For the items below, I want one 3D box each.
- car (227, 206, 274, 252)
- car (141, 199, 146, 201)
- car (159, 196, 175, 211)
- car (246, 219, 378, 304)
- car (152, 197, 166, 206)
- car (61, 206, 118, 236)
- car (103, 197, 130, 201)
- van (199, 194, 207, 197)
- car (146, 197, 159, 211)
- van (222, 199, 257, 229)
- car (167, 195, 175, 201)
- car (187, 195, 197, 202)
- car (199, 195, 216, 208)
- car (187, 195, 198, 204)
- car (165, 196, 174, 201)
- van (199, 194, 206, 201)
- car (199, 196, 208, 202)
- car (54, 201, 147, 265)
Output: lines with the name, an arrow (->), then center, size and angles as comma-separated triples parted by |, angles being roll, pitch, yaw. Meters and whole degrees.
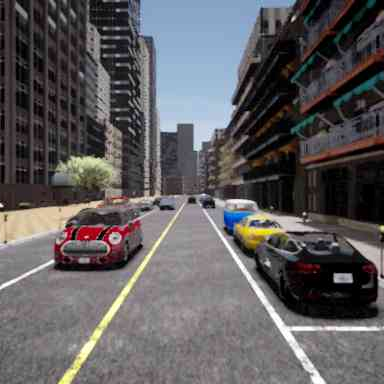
car -> 2.690, 1.526, 13.693 | 1.752, 1.417, 4.829 | 0, 0, 0
car -> -5.689, 1.560, 30.093 | 2.008, 1.369, 4.403 | 0, 0, 0
car -> -3.087, 1.566, 41.824 | 2.033, 1.411, 5.357 | 0, 0, 0
car -> 2.690, 1.566, 8.000 | 1.947, 1.339, 4.313 | 0, 0, 0
car -> -5.687, 1.600, 57.707 | 1.947, 1.339, 4.313 | 0, 0, 0
car -> -5.691, 1.568, 19.048 | 1.947, 1.339, 4.313 | 0, 0, 0
car -> -5.690, 1.320, 24.569 | 2.192, 1.841, 5.009 | 0, 0, 0
van -> 2.695, 1.391, 68.752 | 1.690, 1.788, 3.998 | 0, 0, 0
car -> -5.688, 1.569, 41.139 | 2.008, 1.369, 4.403 | 0, 0, 0
van -> 2.690, 1.344, 19.046 | 1.690, 1.788, 3.998 | 0, 0, 0
car -> -5.684, 1.529, 90.845 | 1.967, 1.590, 4.097 | 0, 0, 0
car -> 0.010, 1.548, 79.378 | 2.128, 1.511, 4.902 | 0, 0, 0
car -> 2.360, 1.529, 48.036 | 1.837, 1.490, 4.892 | 0, 0, 0
car -> 0.008, 1.545, 65.718 | 1.837, 1.490, 4.892 | 0, 0, 0
car -> -5.684, 1.629, 85.321 | 2.008, 1.369, 4.403 | 0, 0, 0
van -> 2.697, 1.420, 85.320 | 1.690, 1.788, 3.998 | 0, 0, 0
car -> 2.697, 1.613, 79.796 | 1.887, 1.381, 4.507 | 0, 0, 0
car -> -3.042, 1.352, 11.696 | 2.097, 1.767, 4.553 | 0, 0, 0
